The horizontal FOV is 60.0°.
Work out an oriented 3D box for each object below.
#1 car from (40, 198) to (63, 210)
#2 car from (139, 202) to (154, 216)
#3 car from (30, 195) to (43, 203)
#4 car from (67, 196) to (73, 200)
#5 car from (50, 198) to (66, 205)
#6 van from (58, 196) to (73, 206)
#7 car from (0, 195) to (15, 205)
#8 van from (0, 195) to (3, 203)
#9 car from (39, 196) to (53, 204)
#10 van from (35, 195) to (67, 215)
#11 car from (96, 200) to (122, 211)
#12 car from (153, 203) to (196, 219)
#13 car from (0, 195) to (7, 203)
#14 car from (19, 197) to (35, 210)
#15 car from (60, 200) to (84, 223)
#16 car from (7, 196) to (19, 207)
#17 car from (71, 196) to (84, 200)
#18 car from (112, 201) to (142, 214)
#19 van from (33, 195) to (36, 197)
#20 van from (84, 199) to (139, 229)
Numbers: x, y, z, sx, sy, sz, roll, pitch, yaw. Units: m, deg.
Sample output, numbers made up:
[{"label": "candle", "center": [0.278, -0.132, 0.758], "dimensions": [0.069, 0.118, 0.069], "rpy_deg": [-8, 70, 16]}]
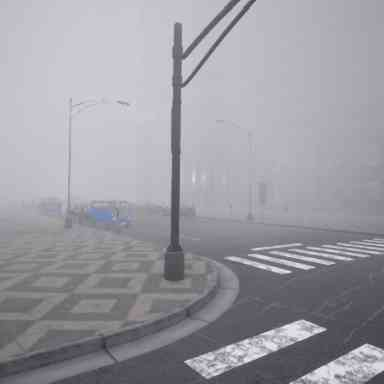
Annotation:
[{"label": "car", "center": [-19.687, 1.658, 46.520], "dimensions": [1.837, 1.490, 4.892], "rpy_deg": [1, -1, -35]}, {"label": "car", "center": [-4.617, 1.730, 35.204], "dimensions": [1.887, 1.381, 4.507], "rpy_deg": [1, -1, -35]}, {"label": "car", "center": [-39.711, 1.736, 84.830], "dimensions": [2.192, 1.841, 5.009], "rpy_deg": [1, -1, -35]}, {"label": "car", "center": [-20.568, 1.607, 57.763], "dimensions": [2.192, 1.841, 5.009], "rpy_deg": [1, -1, -35]}, {"label": "car", "center": [-26.951, 1.885, 66.783], "dimensions": [2.008, 1.369, 4.403], "rpy_deg": [1, -1, -35]}, {"label": "van", "center": [-23.758, 1.654, 62.274], "dimensions": [1.690, 1.788, 3.998], "rpy_deg": [1, -1, -35]}, {"label": "car", "center": [-37.021, 1.730, 66.240], "dimensions": [1.752, 1.417, 4.829], "rpy_deg": [1, -1, -35]}, {"label": "van", "center": [-46.683, 1.612, 79.917], "dimensions": [1.690, 1.788, 3.998], "rpy_deg": [1, -1, -35]}, {"label": "car", "center": [-33.331, 1.818, 75.806], "dimensions": [1.967, 1.590, 4.097], "rpy_deg": [1, -1, -35]}, {"label": "van", "center": [-14.797, 1.397, 34.797], "dimensions": [1.690, 1.788, 3.998], "rpy_deg": [1, -1, -35]}, {"label": "car", "center": [-11.096, 1.754, 44.366], "dimensions": [1.752, 1.417, 4.829], "rpy_deg": [1, -1, -35]}, {"label": "car", "center": [-1.427, 1.710, 30.693], "dimensions": [1.887, 1.381, 4.507], "rpy_deg": [1, -1, -35]}, {"label": "car", "center": [-43.493, 1.564, 75.405], "dimensions": [2.192, 1.841, 5.009], "rpy_deg": [1, -1, -35]}, {"label": "car", "center": [-21.177, 1.680, 43.819], "dimensions": [1.802, 1.307, 4.206], "rpy_deg": [1, -1, -35]}, {"label": "car", "center": [-8.422, 1.559, 25.771], "dimensions": [1.887, 1.381, 4.507], "rpy_deg": [1, -1, -35]}, {"label": "car", "center": [-27.553, 1.692, 52.843], "dimensions": [2.008, 1.369, 4.403], "rpy_deg": [1, -1, -35]}, {"label": "car", "center": [-17.379, 1.815, 53.249], "dimensions": [1.887, 1.381, 4.507], "rpy_deg": [1, -1, -35]}, {"label": "car", "center": [-7.808, 1.751, 39.715], "dimensions": [1.887, 1.381, 4.507], "rpy_deg": [1, -1, -35]}, {"label": "van", "center": [-36.520, 1.740, 80.318], "dimensions": [1.690, 1.788, 3.998], "rpy_deg": [1, -1, -35]}, {"label": "van", "center": [-5.232, 1.335, 21.261], "dimensions": [1.690, 1.788, 3.998], "rpy_deg": [1, -1, -35]}]
